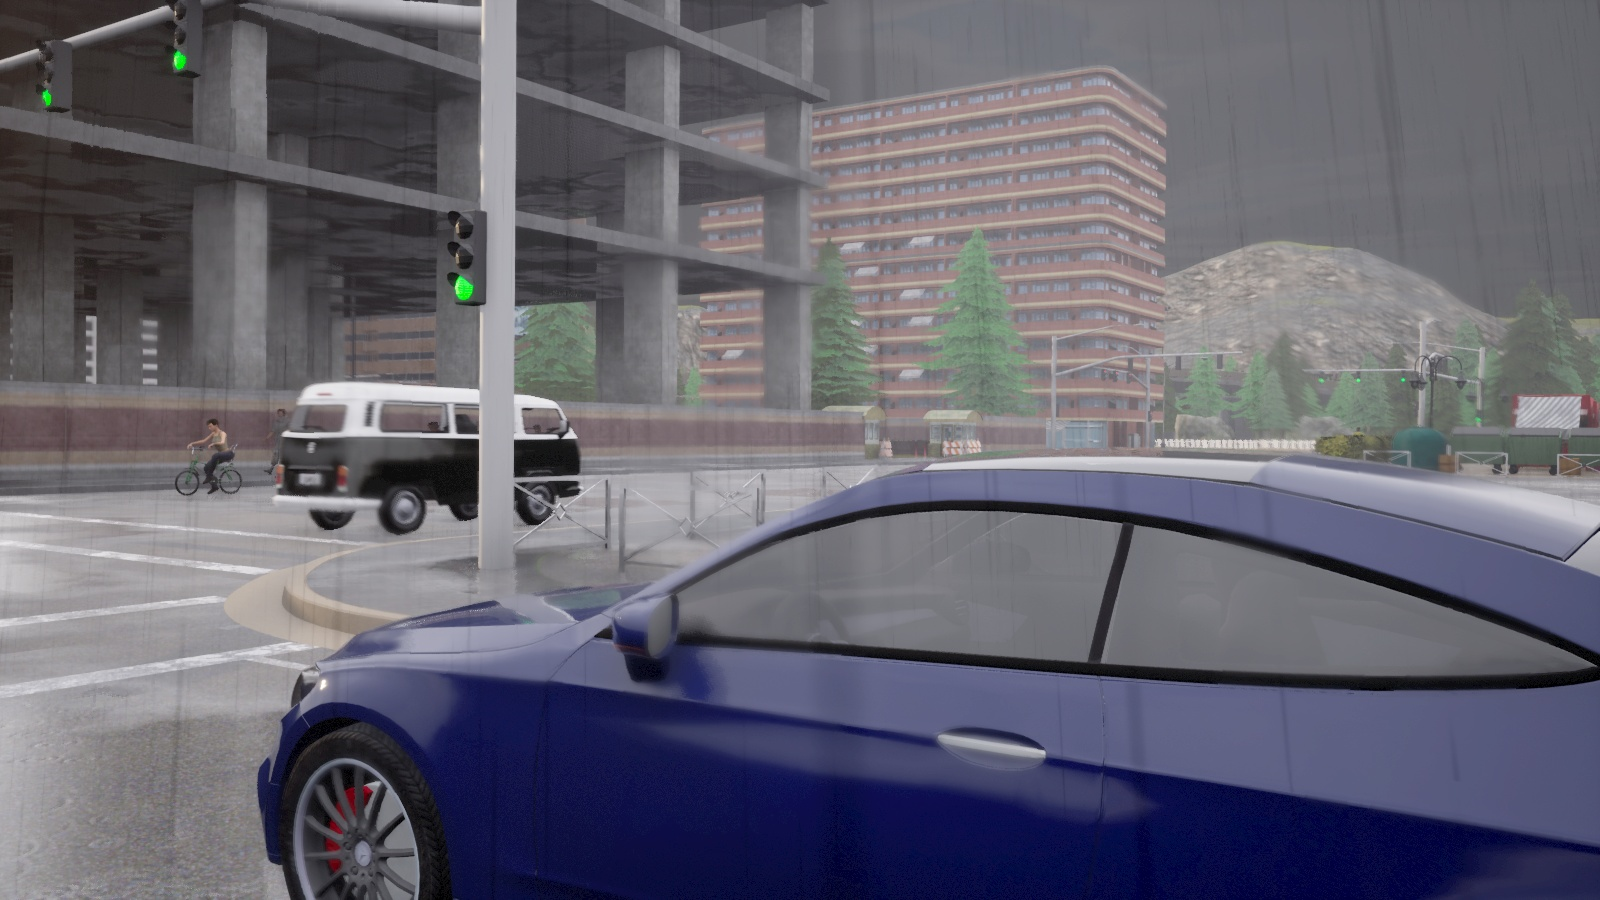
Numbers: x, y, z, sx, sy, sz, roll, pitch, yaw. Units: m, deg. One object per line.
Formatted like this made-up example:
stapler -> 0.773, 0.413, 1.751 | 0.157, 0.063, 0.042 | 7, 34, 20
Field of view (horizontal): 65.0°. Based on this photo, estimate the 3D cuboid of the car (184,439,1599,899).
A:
car -> 0.620, 0.708, 3.212 | 4.674, 1.442, 1.812 | 0, 1, 34

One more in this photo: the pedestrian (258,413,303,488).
pedestrian -> -13.799, 0.001, 33.366 | 0.659, 1.952, 0.873 | 0, 1, 35

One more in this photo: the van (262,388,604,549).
van -> -5.154, 0.197, 18.249 | 2.069, 2.038, 4.480 | 0, 1, 33

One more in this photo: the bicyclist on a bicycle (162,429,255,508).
bicyclist on a bicycle -> -12.388, 0.365, 26.348 | 0.866, 1.612, 1.509 | 0, 1, 34
